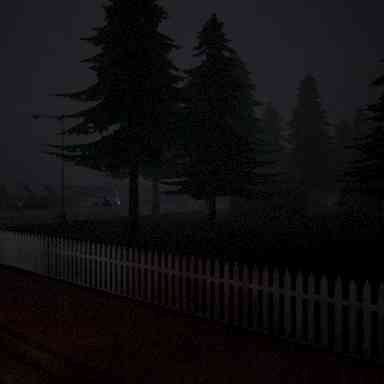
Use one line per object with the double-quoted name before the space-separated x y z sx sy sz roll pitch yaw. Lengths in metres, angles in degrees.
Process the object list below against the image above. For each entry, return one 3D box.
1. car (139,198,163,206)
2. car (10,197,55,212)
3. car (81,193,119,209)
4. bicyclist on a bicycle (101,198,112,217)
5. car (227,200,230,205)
"car" -6.790 1.491 54.083 2.128 1.511 4.902 0 0 35
"car" -18.020 1.352 37.618 2.097 1.767 4.553 0 0 34
"car" -12.526 1.221 45.694 2.150 2.045 5.566 0 0 34
"bicyclist on a bicycle" -7.164 1.302 27.826 1.656 1.620 0.582 0 0 34
"car" 4.674 1.478 51.988 1.882 1.535 5.008 0 0 34
